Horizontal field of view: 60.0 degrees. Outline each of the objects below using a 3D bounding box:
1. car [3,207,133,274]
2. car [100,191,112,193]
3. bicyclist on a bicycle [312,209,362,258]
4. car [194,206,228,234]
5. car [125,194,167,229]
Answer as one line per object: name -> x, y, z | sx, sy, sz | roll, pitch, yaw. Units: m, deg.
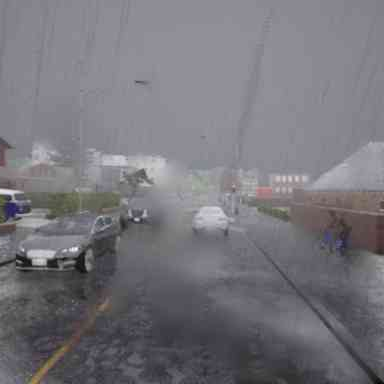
car -> -3.585, 1.446, 10.566 | 2.128, 1.511, 4.902 | 1, 0, 3
car -> -16.452, 0.773, 61.799 | 1.905, 1.878, 3.866 | 1, 0, 38
bicyclist on a bicycle -> 4.856, 1.408, 11.167 | 1.656, 1.620, 0.582 | 0, 0, 3
car -> 1.079, 1.537, 19.173 | 1.812, 1.442, 4.674 | 1, 0, 3
car -> -2.959, 1.179, 21.517 | 2.150, 2.045, 5.566 | 1, 0, 3
